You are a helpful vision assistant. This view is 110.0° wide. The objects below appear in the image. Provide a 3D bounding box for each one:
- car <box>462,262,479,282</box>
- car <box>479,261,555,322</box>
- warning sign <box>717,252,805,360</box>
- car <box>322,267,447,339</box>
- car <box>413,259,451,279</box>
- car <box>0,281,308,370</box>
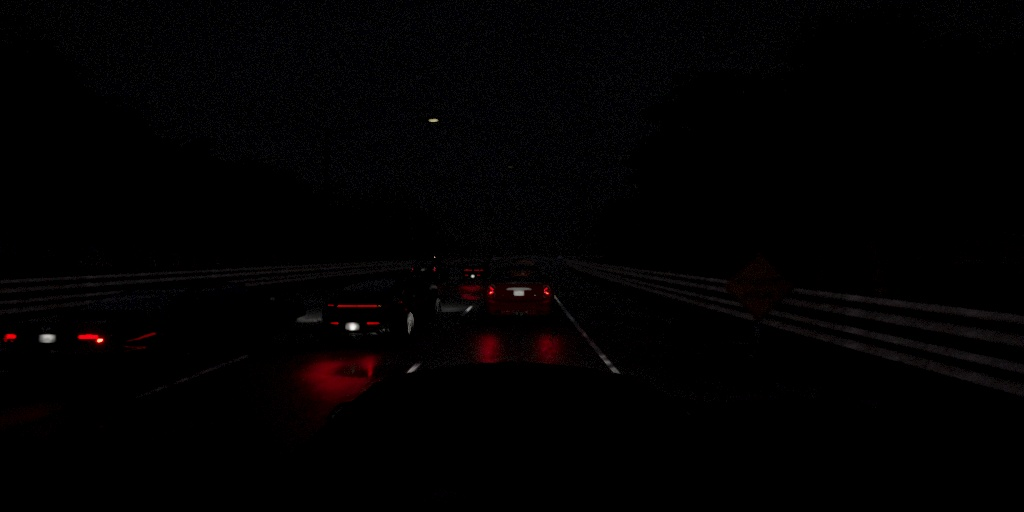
[{"bbox_3d":[-2.619,1.163,27.671,1.837,1.490,4.892,0,0,3],"label":"car"},{"bbox_3d":[0.251,1.062,12.235,2.097,1.767,4.553,0,0,1],"label":"car"},{"bbox_3d":[4.581,0.849,6.694,1.300,1.860,1.060,0,0,1],"label":"warning sign"},{"bbox_3d":[-3.309,1.220,9.984,1.837,1.490,4.892,0,0,1],"label":"car"},{"bbox_3d":[-6.142,1.007,27.396,2.097,1.767,4.553,0,0,3],"label":"car"},{"bbox_3d":[-6.863,1.266,7.848,2.033,1.411,5.357,0,0,1],"label":"car"}]
